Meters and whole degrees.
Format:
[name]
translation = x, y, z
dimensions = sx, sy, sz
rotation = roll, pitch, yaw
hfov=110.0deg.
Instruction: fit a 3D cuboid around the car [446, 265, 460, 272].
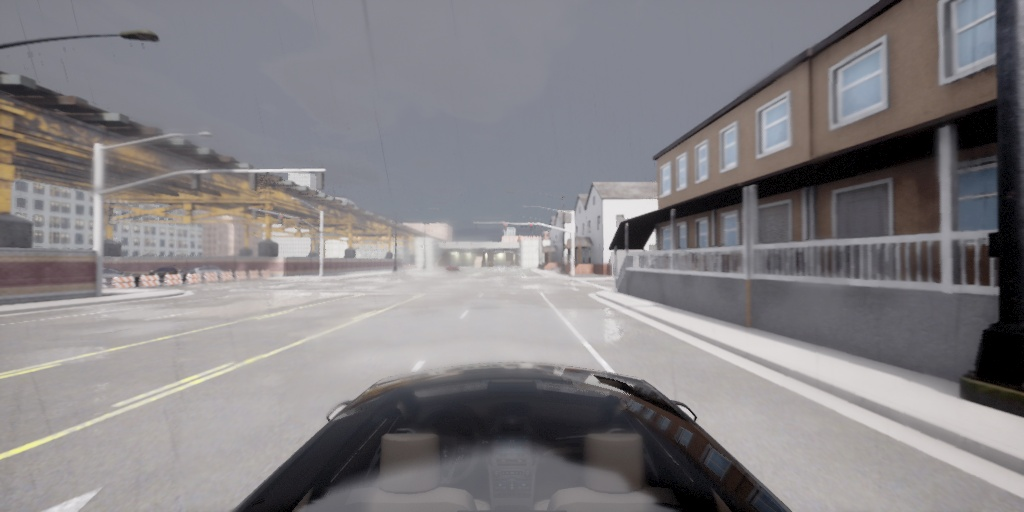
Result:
[car]
translation = -10.487, 2.201, 63.534
dimensions = 1.895, 1.301, 4.718
rotation = 0, -1, 0
